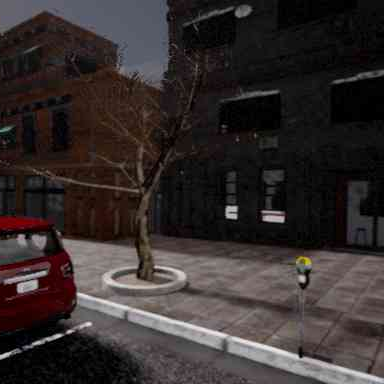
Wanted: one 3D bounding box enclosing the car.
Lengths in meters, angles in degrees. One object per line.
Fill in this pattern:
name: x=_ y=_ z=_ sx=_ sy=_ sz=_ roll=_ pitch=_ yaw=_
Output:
car: x=-4.108 y=1.334 z=5.782 sx=5.009 sy=1.841 sz=2.192 roll=0 pitch=1 yaw=36
